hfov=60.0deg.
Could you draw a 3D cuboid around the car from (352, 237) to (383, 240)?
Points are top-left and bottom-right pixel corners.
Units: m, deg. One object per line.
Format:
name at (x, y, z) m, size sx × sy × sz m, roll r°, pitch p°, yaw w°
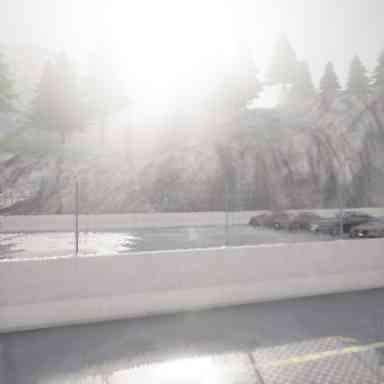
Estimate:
car at (10.204, 1.919, 17.199) m, size 4.181 × 1.385 × 1.994 m, roll 0°, pitch -2°, yaw -21°
